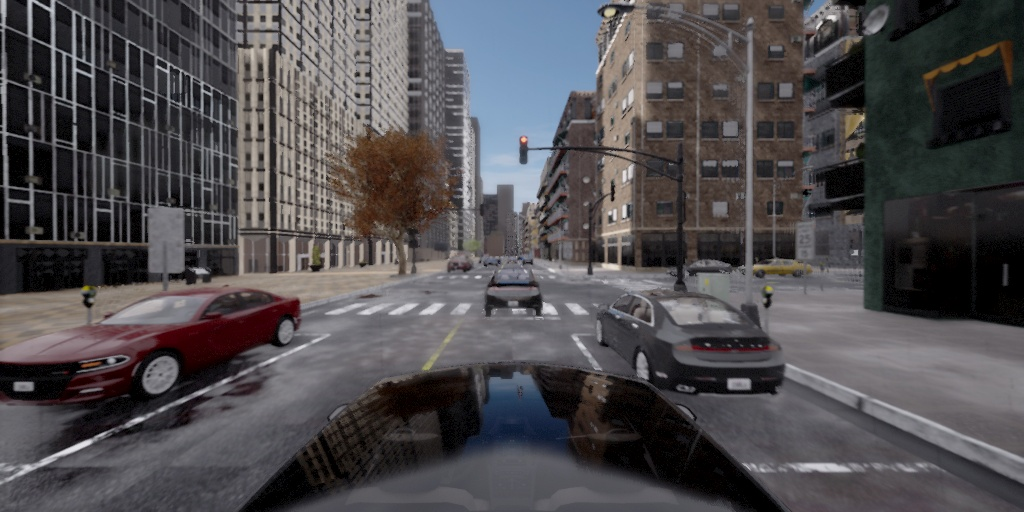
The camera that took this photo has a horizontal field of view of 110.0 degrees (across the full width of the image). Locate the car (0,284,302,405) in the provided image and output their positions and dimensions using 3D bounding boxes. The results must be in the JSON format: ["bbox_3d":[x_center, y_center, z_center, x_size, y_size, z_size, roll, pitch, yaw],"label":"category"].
[{"bbox_3d":[-5.692,1.258,6.431,1.888,1.381,4.507,0,0,0],"label":"car"}]

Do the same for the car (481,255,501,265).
[{"bbox_3d":[-3.079,0.946,52.820,1.994,1.385,4.181,0,0,0],"label":"car"}]

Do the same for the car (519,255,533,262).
[{"bbox_3d":[2.688,0.894,60.908,1.948,1.339,4.313,0,0,0],"label":"car"}]

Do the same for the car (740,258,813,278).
[{"bbox_3d":[18.831,0.807,25.899,4.829,1.417,1.751,0,0,-1],"label":"car"}]

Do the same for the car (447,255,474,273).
[{"bbox_3d":[-5.693,0.793,38.817,2.192,1.841,5.009,0,0,0],"label":"car"}]

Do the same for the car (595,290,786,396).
[{"bbox_3d":[2.689,1.264,6.431,2.007,1.370,4.403,0,0,0],"label":"car"}]

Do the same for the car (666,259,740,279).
[{"bbox_3d":[13.434,0.910,25.845,4.403,1.370,2.007,0,0,-1],"label":"car"}]

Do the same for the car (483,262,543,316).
[{"bbox_3d":[0.055,1.157,12.864,2.128,1.511,4.902,0,0,0],"label":"car"}]
